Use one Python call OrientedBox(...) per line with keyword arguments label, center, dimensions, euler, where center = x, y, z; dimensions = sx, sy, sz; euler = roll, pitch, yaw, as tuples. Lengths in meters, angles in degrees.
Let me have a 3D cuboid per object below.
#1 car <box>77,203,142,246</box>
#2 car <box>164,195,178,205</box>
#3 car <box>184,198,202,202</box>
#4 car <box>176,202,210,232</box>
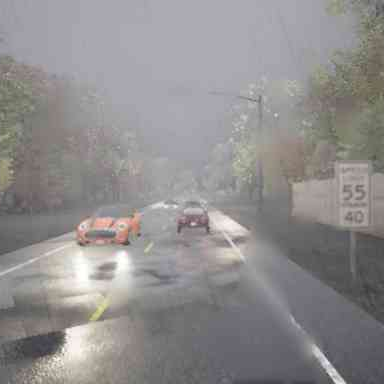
OrientedBox(label="car", center=(-3.596, 1.358, 15.232), dimensions=(2.097, 1.767, 4.553), euler=(0, 0, 0))
OrientedBox(label="car", center=(-3.534, 1.331, 56.431), dimensions=(2.097, 1.767, 4.553), euler=(0, 0, 1))
OrientedBox(label="car", center=(0.111, 1.504, 40.470), dimensions=(1.837, 1.490, 4.892), euler=(0, 0, 0))
OrientedBox(label="car", center=(0.093, 1.537, 20.168), dimensions=(1.812, 1.442, 4.674), euler=(0, 0, 0))
